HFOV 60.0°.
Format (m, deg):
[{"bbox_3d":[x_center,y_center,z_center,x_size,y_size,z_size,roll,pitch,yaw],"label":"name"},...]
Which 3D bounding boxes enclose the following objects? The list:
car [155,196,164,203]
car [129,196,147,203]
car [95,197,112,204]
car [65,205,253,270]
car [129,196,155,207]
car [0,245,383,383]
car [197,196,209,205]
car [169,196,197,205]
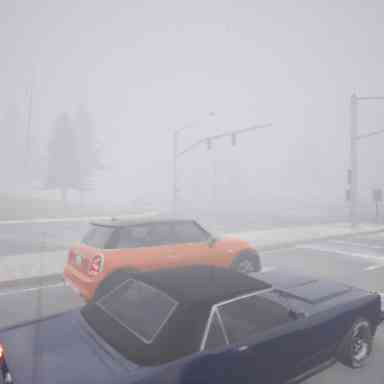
[{"bbox_3d":[-7.771,1.499,68.394,2.033,1.411,5.357,0,0,-35],"label":"car"},{"bbox_3d":[-10.844,1.524,66.667,1.994,1.385,4.181,0,0,-35],"label":"car"},{"bbox_3d":[-16.793,1.574,62.934,1.895,1.301,4.718,0,0,-35],"label":"car"},{"bbox_3d":[-0.476,1.347,7.746,4.553,1.767,2.097,0,0,-35],"label":"car"},{"bbox_3d":[-7.783,1.536,49.970,1.994,1.385,4.181,0,0,-35],"label":"car"},{"bbox_3d":[0.375,1.598,4.062,4.718,1.301,1.895,0,0,-35],"label":"car"},{"bbox_3d":[0.968,1.483,55.798,1.812,1.442,4.674,0,0,-35],"label":"car"},{"bbox_3d":[-1.790,1.563,53.626,1.895,1.301,4.718,0,0,-35],"label":"car"}]
